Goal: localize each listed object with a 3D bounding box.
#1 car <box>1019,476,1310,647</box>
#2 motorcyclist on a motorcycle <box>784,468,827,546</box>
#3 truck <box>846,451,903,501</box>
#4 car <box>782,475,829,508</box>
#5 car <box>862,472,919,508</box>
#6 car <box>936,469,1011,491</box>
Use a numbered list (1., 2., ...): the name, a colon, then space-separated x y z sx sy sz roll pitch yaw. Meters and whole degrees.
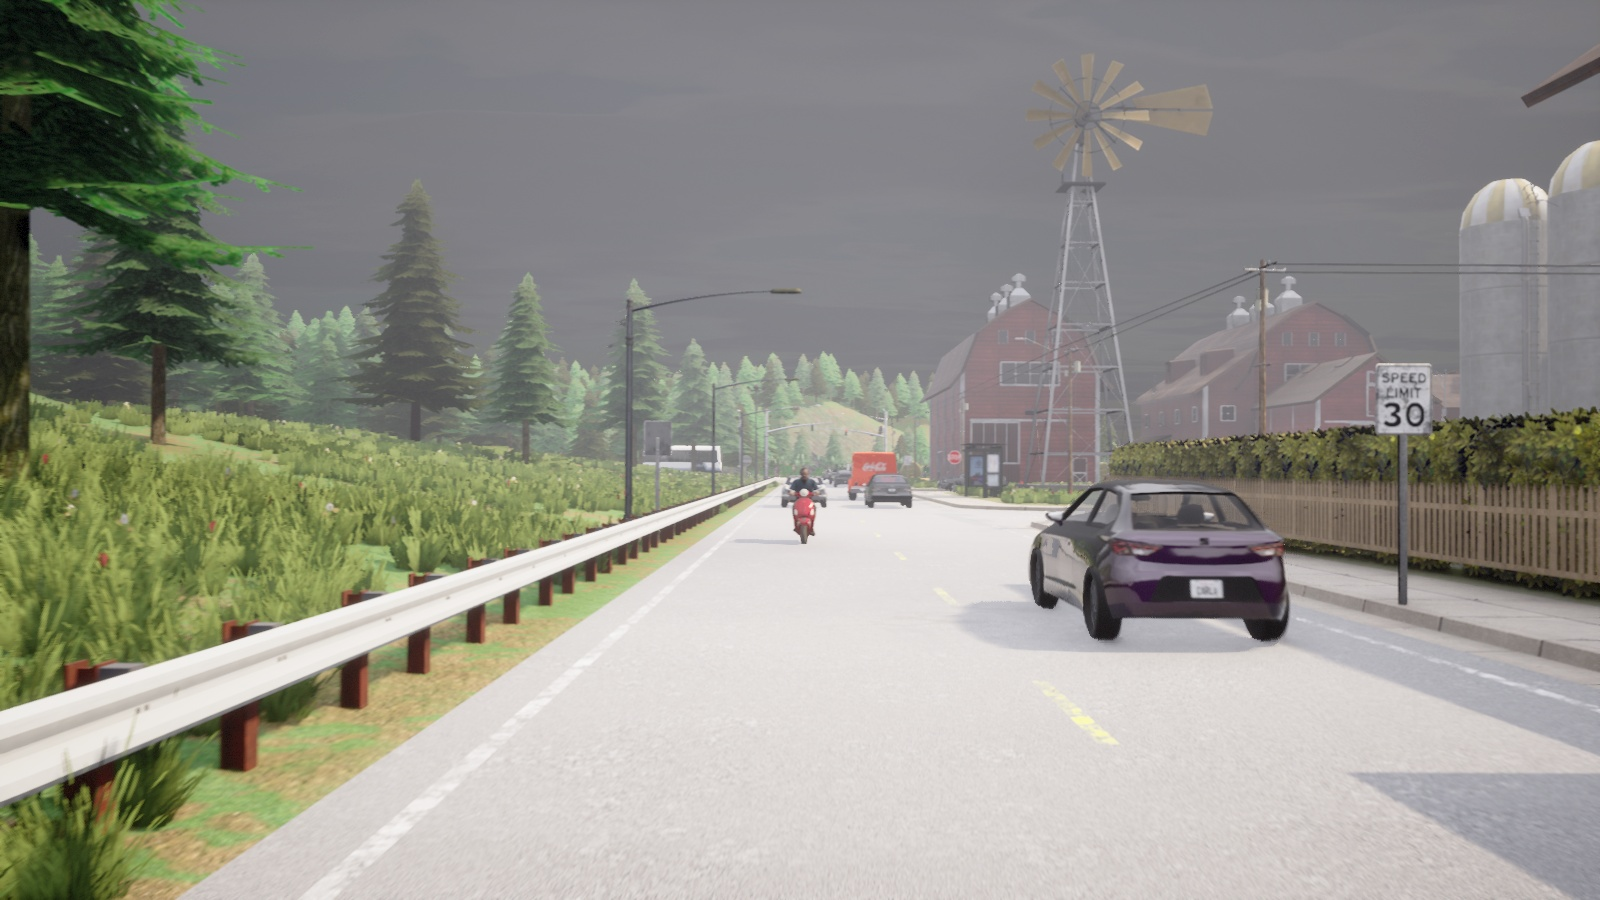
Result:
1. car: 3.559 1.018 13.098 1.816 1.474 4.193 0 -1 0
2. motorcyclist on a motorcycle: 0.120 1.170 26.543 0.866 1.590 1.817 0 -1 0
3. truck: 3.794 1.316 65.078 2.627 2.467 5.204 0 0 0
4. car: 0.238 1.710 52.394 1.895 1.301 4.718 0 -1 0
5. car: 3.737 1.652 52.584 2.033 1.411 5.357 0 -1 0
6. car: 12.075 2.075 87.629 4.902 1.511 2.128 0 -1 -1
